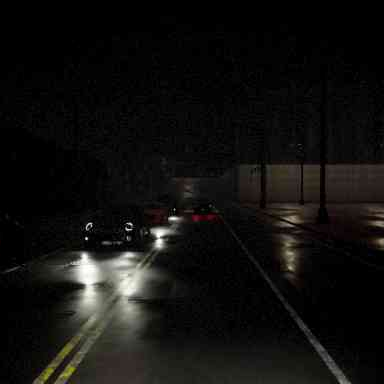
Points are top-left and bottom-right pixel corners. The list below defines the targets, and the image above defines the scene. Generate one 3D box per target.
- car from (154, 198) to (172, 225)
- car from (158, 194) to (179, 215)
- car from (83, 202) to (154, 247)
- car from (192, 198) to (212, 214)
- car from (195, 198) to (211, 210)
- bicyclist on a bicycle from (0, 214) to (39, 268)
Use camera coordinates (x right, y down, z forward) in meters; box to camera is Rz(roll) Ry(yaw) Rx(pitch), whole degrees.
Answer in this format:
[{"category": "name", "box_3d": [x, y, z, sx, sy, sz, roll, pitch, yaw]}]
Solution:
[{"category": "car", "box_3d": [-2.831, 1.478, 24.027, 1.882, 1.535, 5.008, 0, 0, 2]}, {"category": "car", "box_3d": [-2.539, 1.221, 33.953, 2.150, 2.045, 5.566, 0, 0, 0]}, {"category": "car", "box_3d": [-3.183, 1.352, 14.863, 2.097, 1.767, 4.553, 0, 0, 2]}, {"category": "car", "box_3d": [1.129, 1.526, 34.729, 1.812, 1.442, 4.674, 0, 0, 1]}, {"category": "car", "box_3d": [1.433, 1.547, 44.671, 2.033, 1.411, 5.357, 0, 0, 2]}, {"category": "bicyclist on a bicycle", "box_3d": [-5.306, 1.455, 9.734, 1.656, 1.620, 0.582, -2, 0, 2]}]
